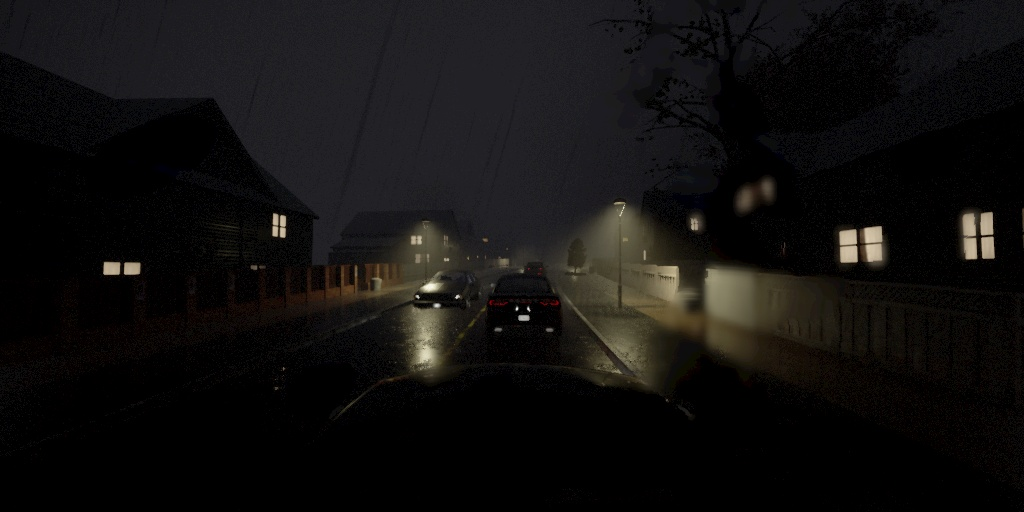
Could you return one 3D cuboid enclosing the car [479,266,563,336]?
[{"bbox_3d":[0.345,1.231,10.477,1.882,1.535,5.008,0,0,2],"label":"car"}]

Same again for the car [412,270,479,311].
[{"bbox_3d":[-2.421,1.308,14.876,2.033,1.411,5.357,0,0,3],"label":"car"}]

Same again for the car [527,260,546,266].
[{"bbox_3d":[2.101,1.248,31.436,1.837,1.490,4.892,0,0,7],"label":"car"}]
